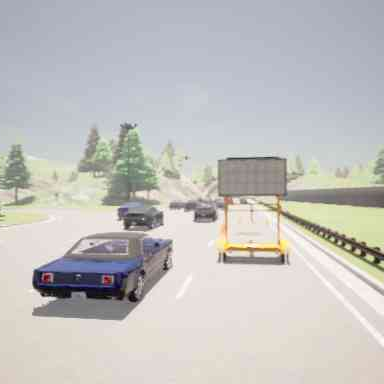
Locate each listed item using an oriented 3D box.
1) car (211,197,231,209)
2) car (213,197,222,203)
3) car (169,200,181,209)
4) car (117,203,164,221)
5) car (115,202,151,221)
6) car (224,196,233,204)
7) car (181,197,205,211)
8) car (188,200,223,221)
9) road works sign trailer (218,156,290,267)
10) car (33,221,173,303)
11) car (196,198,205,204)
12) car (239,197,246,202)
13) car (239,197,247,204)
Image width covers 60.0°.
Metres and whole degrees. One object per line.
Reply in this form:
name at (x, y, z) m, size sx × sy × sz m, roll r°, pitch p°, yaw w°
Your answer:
car at (4.545, 1.934, 51.268) m, size 2.033 × 1.411 × 5.357 m, roll 0°, pitch 0°, yaw 8°
car at (7.212, 2.237, 93.824) m, size 2.128 × 1.511 × 4.902 m, roll 0°, pitch 0°, yaw 8°
car at (-2.305, 1.977, 52.786) m, size 2.033 × 1.411 × 5.357 m, roll 0°, pitch 0°, yaw 8°
car at (-3.210, 1.700, 22.818) m, size 1.837 × 1.490 × 4.892 m, roll 0°, pitch -1°, yaw 8°
car at (-5.470, 1.752, 31.442) m, size 1.882 × 1.535 × 5.008 m, roll 0°, pitch -1°, yaw 8°
car at (8.425, 1.808, 78.142) m, size 2.150 × 2.045 × 5.566 m, roll 0°, pitch 0°, yaw 8°
car at (0.195, 1.866, 45.788) m, size 1.837 × 1.490 × 4.892 m, roll 0°, pitch -1°, yaw 8°
car at (1.300, 1.719, 29.370) m, size 2.128 × 1.511 × 4.902 m, roll 0°, pitch -1°, yaw 8°
road works sign trailer at (2.142, 0.550, 11.897) m, size 2.380 × 3.560 × 2.880 m, roll 0°, pitch 0°, yaw 8°
car at (-1.798, 1.677, 8.461) m, size 1.895 × 1.301 × 4.718 m, roll 0°, pitch 0°, yaw 8°
car at (2.150, 2.154, 83.538) m, size 1.837 × 1.490 × 4.892 m, roll 0°, pitch 0°, yaw 8°
car at (14.076, 2.061, 92.396) m, size 1.882 × 1.535 × 5.008 m, roll 0°, pitch 0°, yaw 8°
car at (12.605, 2.140, 82.462) m, size 1.994 × 1.385 × 4.181 m, roll 0°, pitch 0°, yaw 8°
